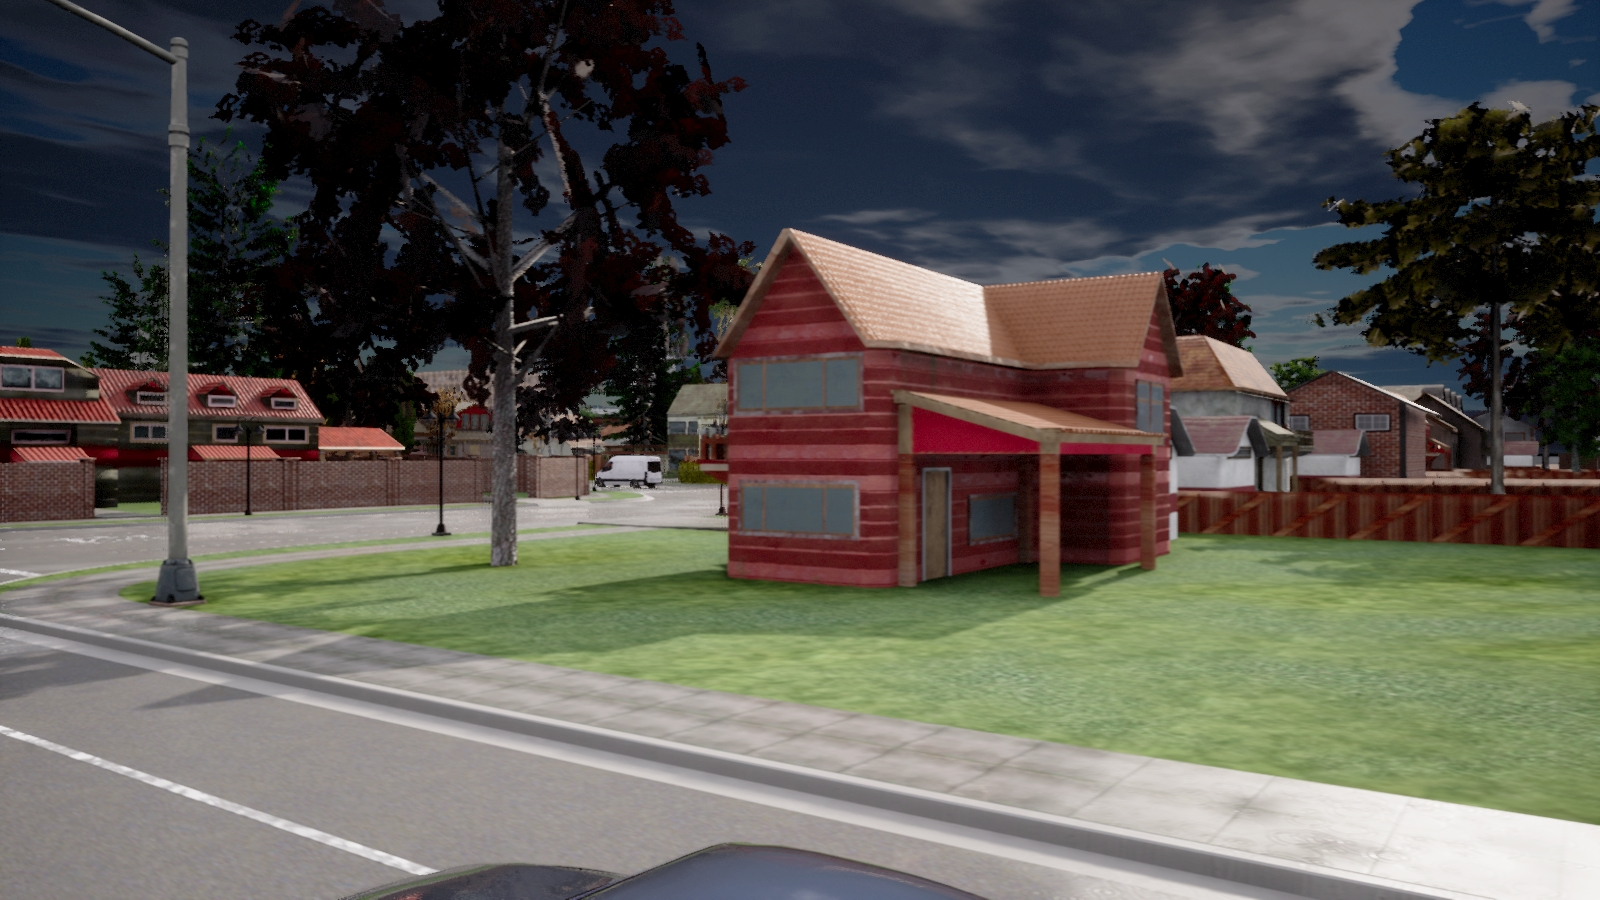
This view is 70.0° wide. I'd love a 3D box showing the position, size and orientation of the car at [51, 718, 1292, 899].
[{"bbox_3d":[-0.183,2.123,3.645,5.357,1.411,2.033,0,0,37],"label":"car"}]
